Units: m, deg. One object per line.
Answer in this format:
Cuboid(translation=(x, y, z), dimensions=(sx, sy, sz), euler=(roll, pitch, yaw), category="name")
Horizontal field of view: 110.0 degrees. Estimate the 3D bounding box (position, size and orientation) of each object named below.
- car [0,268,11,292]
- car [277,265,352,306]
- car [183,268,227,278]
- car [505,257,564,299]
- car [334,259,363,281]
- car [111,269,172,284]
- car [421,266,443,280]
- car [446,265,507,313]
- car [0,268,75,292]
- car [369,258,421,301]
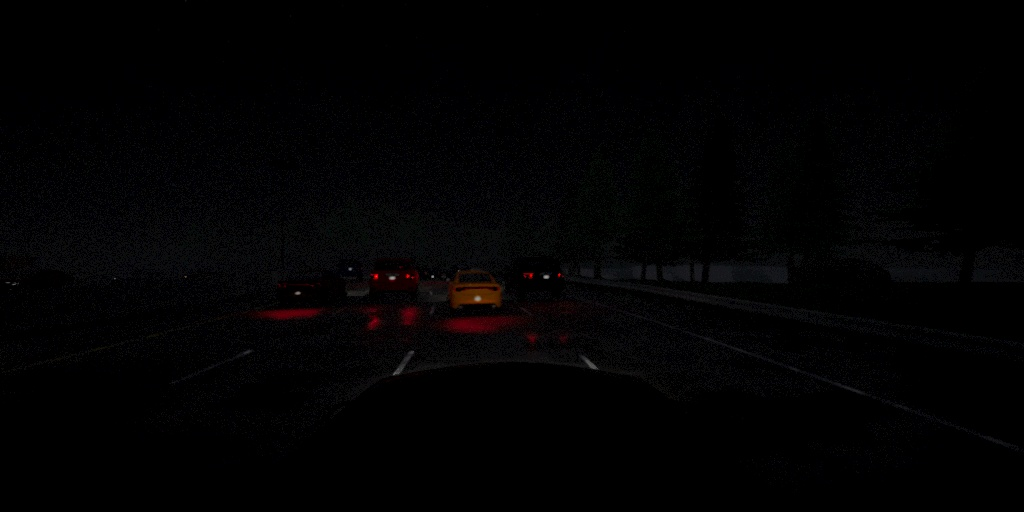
Cuboid(translation=(-32.597, 1.516, 20.642), dimensions=(2.128, 1.511, 4.902), euler=(0, -1, -23), category="car")
Cuboid(translation=(-9.260, 1.379, 16.968), dimensions=(1.882, 1.535, 5.008), euler=(0, 0, -13), category="car")
Cuboid(translation=(-25.078, 1.660, 29.397), dimensions=(1.895, 1.301, 4.718), euler=(0, 0, -28), category="car")
Cuboid(translation=(0.997, 1.099, 19.343), dimensions=(2.150, 2.045, 5.566), euler=(0, 0, -13), category="car")
Cuboid(translation=(-15.481, 1.276, 34.001), dimensions=(2.150, 2.045, 5.566), euler=(0, 0, -27), category="car")
Cuboid(translation=(-27.775, 1.653, 27.011), dimensions=(1.895, 1.301, 4.718), euler=(0, 0, -27), category="car")
Cuboid(translation=(-8.242, 1.633, 35.060), dimensions=(1.895, 1.301, 4.718), euler=(0, 0, -25), category="car")
Cuboid(translation=(-1.655, 1.332, 14.764), dimensions=(1.882, 1.535, 5.008), euler=(0, 0, -11), category="car")
Cuboid(translation=(-29.239, 1.496, 21.669), dimensions=(1.882, 1.535, 5.008), euler=(0, -1, -23), category="car")
Cuboid(translation=(-6.092, 1.124, 18.884), dimensions=(2.150, 2.045, 5.566), euler=(0, -1, -14), category="car")
